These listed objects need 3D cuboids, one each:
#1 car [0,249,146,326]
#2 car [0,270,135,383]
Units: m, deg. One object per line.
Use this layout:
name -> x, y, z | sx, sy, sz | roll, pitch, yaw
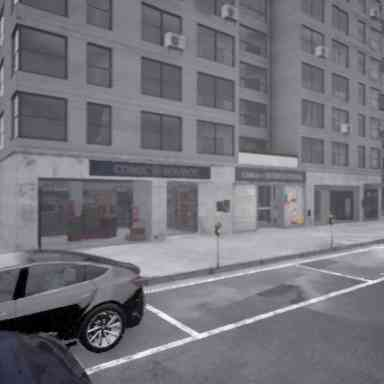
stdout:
car -> -2.724, 1.565, 4.589 | 4.313, 1.339, 1.947 | 0, 0, -35
car -> -2.547, 1.562, 1.562 | 4.181, 1.385, 1.994 | 0, 0, -35
